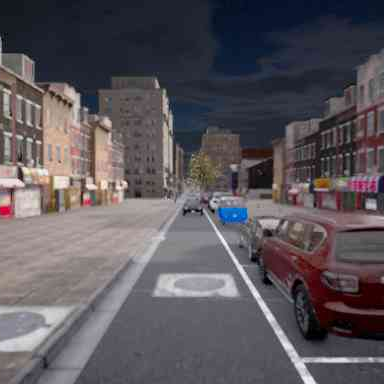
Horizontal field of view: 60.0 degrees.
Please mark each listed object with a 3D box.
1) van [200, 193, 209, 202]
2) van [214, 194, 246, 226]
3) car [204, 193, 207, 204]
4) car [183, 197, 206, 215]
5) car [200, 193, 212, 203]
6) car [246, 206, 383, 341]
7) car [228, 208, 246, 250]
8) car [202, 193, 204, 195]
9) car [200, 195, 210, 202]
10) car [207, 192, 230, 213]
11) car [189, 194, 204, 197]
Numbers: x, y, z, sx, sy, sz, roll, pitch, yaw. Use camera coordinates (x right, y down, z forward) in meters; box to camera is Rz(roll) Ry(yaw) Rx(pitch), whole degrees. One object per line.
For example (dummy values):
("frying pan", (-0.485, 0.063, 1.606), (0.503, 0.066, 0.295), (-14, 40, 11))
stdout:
("van", (2.652, 1.197, 72.942), (1.690, 1.788, 3.998), (-2, 0, 0))
("van", (2.628, 1.225, 22.313), (1.690, 1.788, 3.998), (-1, 0, 0))
("car", (3.005, 1.063, 41.412), (2.150, 2.045, 5.566), (0, 0, 0))
("car", (0.098, 1.455, 31.719), (1.895, 1.301, 4.718), (0, 0, 0))
("car", (2.647, 1.155, 64.637), (2.192, 1.841, 5.009), (-2, 0, 0))
("car", (2.620, 1.274, 6.443), (2.192, 1.841, 5.009), (-1, 0, 0))
("car", (2.627, 1.482, 11.732), (2.008, 1.369, 4.403), (-1, 0, 0))
("car", (2.648, 1.374, 54.056), (1.887, 1.381, 4.507), (-2, 0, 0))
("car", (2.656, 1.400, 69.621), (2.008, 1.369, 4.403), (-2, 0, 0))
("car", (3.001, 1.076, 34.409), (2.150, 2.045, 5.566), (0, 0, 0))
("car", (0.090, 1.324, 43.660), (2.128, 1.511, 4.902), (0, 0, 0))
